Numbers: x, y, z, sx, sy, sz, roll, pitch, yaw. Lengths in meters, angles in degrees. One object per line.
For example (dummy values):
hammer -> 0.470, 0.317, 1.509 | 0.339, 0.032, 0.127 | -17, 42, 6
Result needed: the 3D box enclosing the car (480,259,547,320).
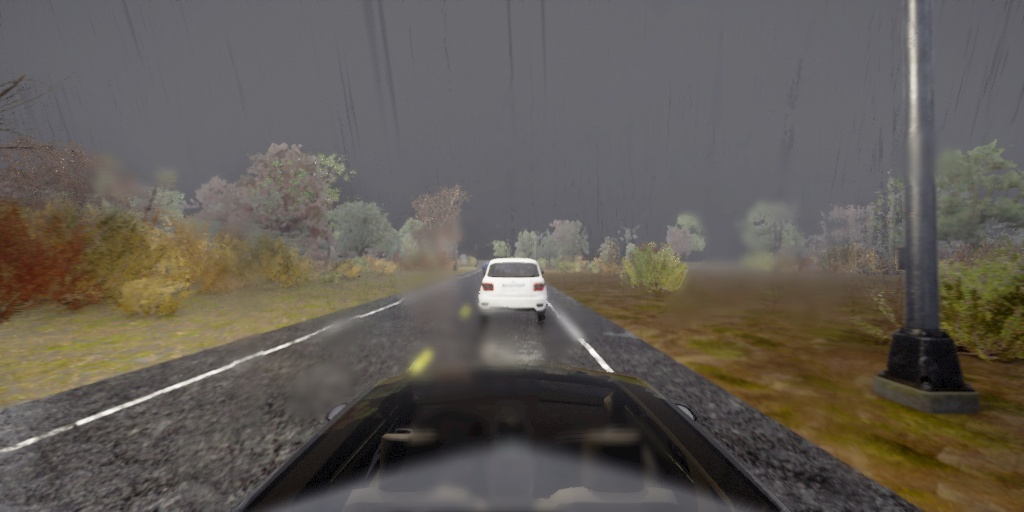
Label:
car -> 0.048, 1.120, 13.495 | 2.150, 2.045, 5.566 | 0, 0, 0
